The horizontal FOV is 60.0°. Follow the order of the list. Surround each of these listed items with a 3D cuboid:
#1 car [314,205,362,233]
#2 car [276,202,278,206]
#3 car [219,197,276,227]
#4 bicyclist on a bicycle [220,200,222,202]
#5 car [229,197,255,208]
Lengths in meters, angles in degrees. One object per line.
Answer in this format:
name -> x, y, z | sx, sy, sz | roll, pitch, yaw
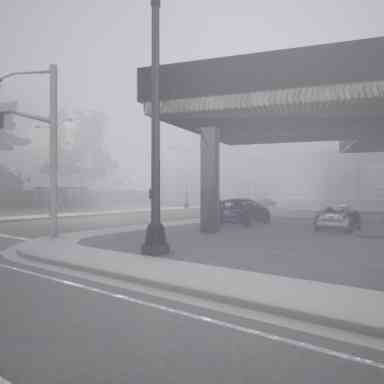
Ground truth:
car -> 8.504, 1.455, 19.228 | 1.970, 1.475, 3.806 | 0, 0, 37
car -> 10.517, 1.544, 47.966 | 2.033, 1.411, 5.357 | 0, 0, 37
car -> 3.430, 1.293, 22.027 | 2.242, 1.667, 4.611 | 0, 0, 37
bicyclist on a bicycle -> 2.551, 1.384, 29.682 | 0.582, 1.620, 1.656 | 0, -9, -36
car -> 7.530, 1.500, 49.816 | 1.837, 1.490, 4.892 | 0, 0, 36
